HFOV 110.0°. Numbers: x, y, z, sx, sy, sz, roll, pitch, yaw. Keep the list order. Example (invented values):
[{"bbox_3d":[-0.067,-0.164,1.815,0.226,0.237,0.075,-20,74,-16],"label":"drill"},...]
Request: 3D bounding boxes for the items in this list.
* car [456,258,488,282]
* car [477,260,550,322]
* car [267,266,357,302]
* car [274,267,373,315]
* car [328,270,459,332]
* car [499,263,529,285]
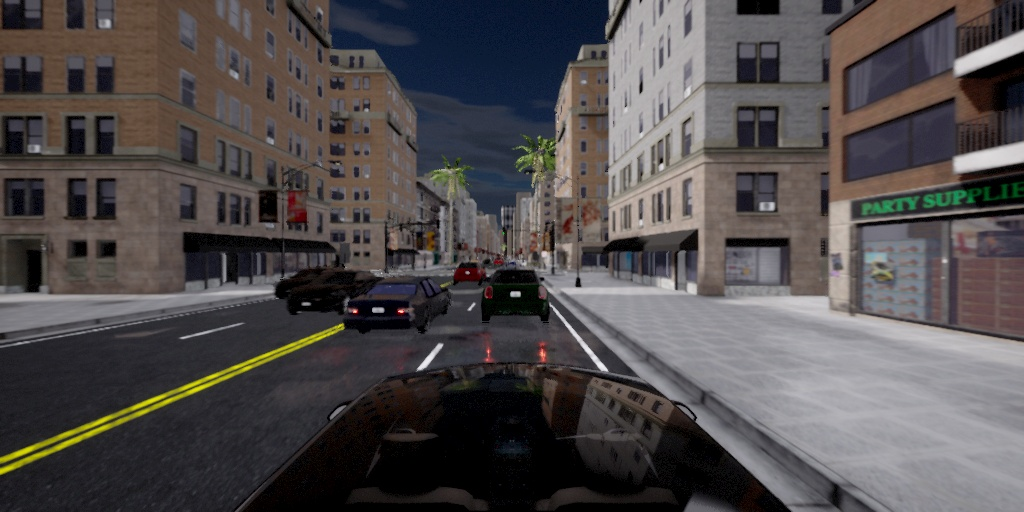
[{"bbox_3d":[-3.129,1.201,27.380,2.097,1.767,4.553,0,0,0],"label":"car"},{"bbox_3d":[0.108,1.144,12.646,2.097,1.767,4.553,0,0,0],"label":"car"},{"bbox_3d":[-9.833,1.320,18.186,1.837,1.490,4.892,0,-1,0],"label":"car"},{"bbox_3d":[-6.589,1.274,13.985,1.882,1.535,5.008,0,0,0],"label":"car"},{"bbox_3d":[-3.143,1.332,10.922,2.033,1.411,5.357,0,0,0],"label":"car"},{"bbox_3d":[0.123,1.343,28.082,2.128,1.511,4.902,0,0,0],"label":"car"}]
